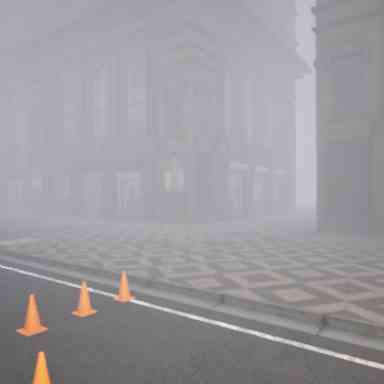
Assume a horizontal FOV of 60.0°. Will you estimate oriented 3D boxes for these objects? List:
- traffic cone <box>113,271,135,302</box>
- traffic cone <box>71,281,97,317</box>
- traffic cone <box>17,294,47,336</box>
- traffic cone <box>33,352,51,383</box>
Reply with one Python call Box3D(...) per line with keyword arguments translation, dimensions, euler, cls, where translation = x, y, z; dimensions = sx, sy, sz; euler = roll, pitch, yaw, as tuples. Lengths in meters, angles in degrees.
Box3D(translation=(-1.449, 1.976, 7.071), dimensions=(0.340, 0.580, 0.340), euler=(0, 0, 36), cls="traffic cone")
Box3D(translation=(-2.032, 1.975, 6.258), dimensions=(0.340, 0.580, 0.340), euler=(0, 0, 36), cls="traffic cone")
Box3D(translation=(-2.615, 1.974, 5.445), dimensions=(0.340, 0.580, 0.340), euler=(0, 0, 36), cls="traffic cone")
Box3D(translation=(-1.572, 1.967, 3.467), dimensions=(0.340, 0.580, 0.340), euler=(0, 0, 36), cls="traffic cone")
